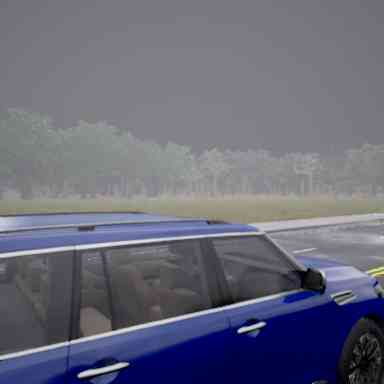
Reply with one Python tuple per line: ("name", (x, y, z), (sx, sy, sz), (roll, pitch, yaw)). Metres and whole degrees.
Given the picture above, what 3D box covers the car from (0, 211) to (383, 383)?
("car", (-0.242, 1.216, 3.267), (5.566, 2.045, 2.150), (0, 0, -36))
